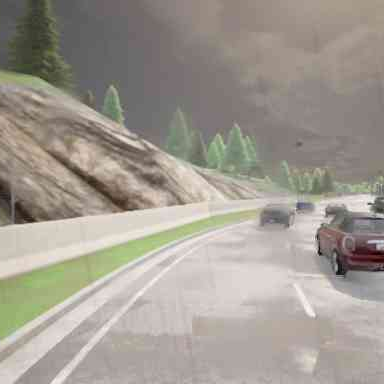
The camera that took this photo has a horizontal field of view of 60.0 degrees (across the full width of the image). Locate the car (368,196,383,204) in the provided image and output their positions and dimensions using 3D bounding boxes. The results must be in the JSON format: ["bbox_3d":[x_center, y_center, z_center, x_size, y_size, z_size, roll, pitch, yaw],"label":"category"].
[{"bbox_3d":[13.840,1.335,23.451,2.150,2.045,5.566,0,0,24],"label":"car"}]

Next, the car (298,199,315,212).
[{"bbox_3d":[13.645,1.589,40.013,1.882,1.535,5.008,0,0,24],"label":"car"}]

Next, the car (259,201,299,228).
[{"bbox_3d":[5.923,1.553,22.861,1.837,1.490,4.892,0,0,24],"label":"car"}]

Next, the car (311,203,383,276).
[{"bbox_3d":[5.235,1.395,10.379,2.097,1.767,4.553,1,0,12],"label":"car"}]

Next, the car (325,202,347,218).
[{"bbox_3d":[14.224,1.717,32.820,1.895,1.301,4.718,0,0,24],"label":"car"}]
